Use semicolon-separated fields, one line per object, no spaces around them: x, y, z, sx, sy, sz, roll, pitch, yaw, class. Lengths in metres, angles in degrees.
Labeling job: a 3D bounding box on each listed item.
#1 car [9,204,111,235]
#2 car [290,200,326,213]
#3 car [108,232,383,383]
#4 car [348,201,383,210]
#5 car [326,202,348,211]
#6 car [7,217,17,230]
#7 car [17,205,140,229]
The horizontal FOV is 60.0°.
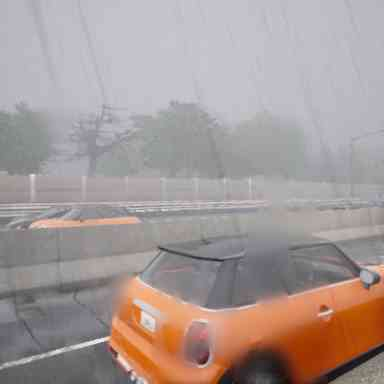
-7.795;1.544;19.921;5.357;1.411;2.033;0;0;-35;car
11.860;1.550;33.810;4.181;1.385;1.994;0;0;-35;car
1.280;1.350;4.653;4.553;1.767;2.097;0;0;-35;car
15.241;1.550;27.633;4.181;1.385;1.994;0;0;-35;car
15.400;1.586;32.018;4.718;1.301;1.895;0;0;-35;car
-6.427;1.502;16.596;4.892;1.490;1.837;0;0;-35;car
-4.405;1.349;13.738;4.553;1.767;2.097;0;0;-35;car
